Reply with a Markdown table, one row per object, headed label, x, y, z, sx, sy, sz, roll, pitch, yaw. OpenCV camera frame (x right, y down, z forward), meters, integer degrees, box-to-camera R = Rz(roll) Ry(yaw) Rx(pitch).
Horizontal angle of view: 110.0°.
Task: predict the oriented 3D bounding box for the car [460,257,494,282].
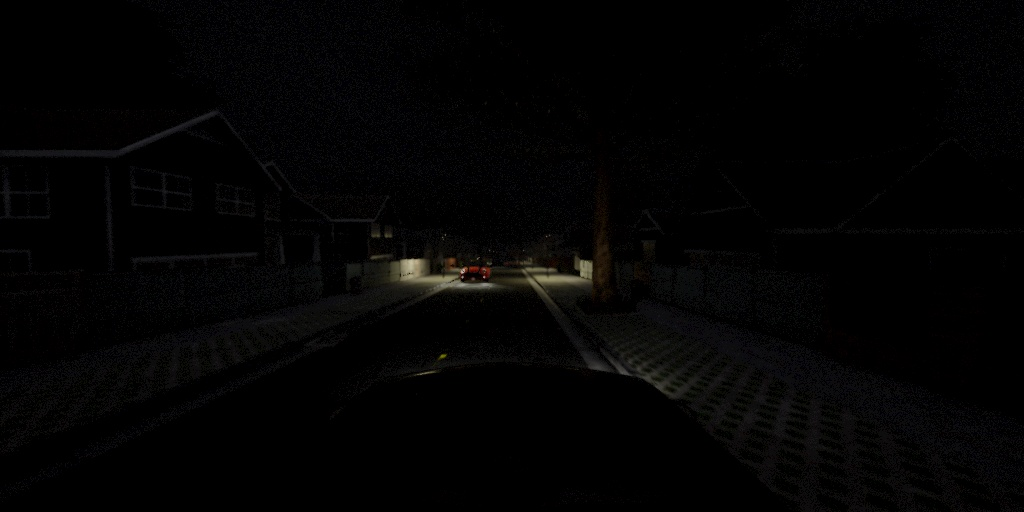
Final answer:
| label | x | y | z | sx | sy | sz | roll | pitch | yaw |
| --- | --- | --- | --- | --- | --- | --- | --- | --- | --- |
| car | -2.840 | 1.118 | 28.572 | 2.097 | 1.767 | 4.553 | 0 | 0 | 0 |
